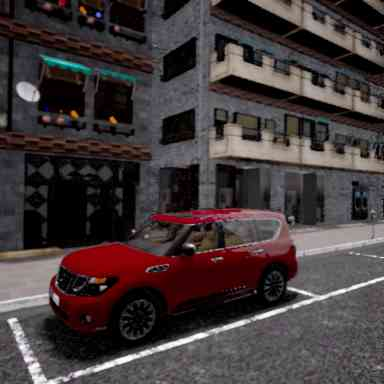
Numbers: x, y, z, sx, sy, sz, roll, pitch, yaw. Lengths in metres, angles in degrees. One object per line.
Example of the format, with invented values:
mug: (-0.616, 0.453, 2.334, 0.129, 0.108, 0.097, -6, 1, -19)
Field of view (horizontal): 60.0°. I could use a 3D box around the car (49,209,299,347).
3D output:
car: (-0.014, 1.312, 6.527, 5.009, 1.841, 2.192, 0, 1, -35)
